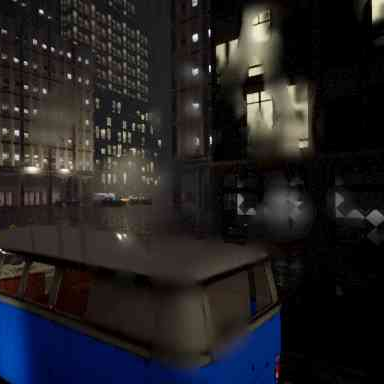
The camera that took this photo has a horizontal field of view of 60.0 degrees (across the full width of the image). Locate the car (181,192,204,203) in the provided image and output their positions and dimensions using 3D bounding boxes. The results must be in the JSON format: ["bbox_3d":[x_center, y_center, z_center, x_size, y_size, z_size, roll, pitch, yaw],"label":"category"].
[{"bbox_3d":[-0.094,0.909,54.680,2.192,1.841,5.009,0,0,36],"label":"car"}]

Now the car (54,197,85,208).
[{"bbox_3d":[-16.868,1.403,45.949,1.947,1.339,4.313,0,0,36],"label":"car"}]

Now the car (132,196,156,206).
[{"bbox_3d":[-6.753,1.230,45.582,2.008,1.369,4.403,0,0,36],"label":"car"}]

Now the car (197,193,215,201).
[{"bbox_3d":[3.121,1.016,73.256,1.967,1.590,4.097,0,0,36],"label":"car"}]

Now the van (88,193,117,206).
[{"bbox_3d":[-13.539,1.136,50.500,1.690,1.788,3.998,0,0,36],"label":"van"}]

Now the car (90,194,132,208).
[{"bbox_3d":[-10.083,1.267,41.033,1.887,1.381,4.507,0,0,36],"label":"car"}]

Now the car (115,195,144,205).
[{"bbox_3d":[-10.306,1.278,54.914,1.752,1.417,4.829,0,0,36],"label":"car"}]

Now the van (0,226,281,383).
[{"bbox_3d":[-1.051,1.342,3.640,3.998,1.788,1.690,0,-1,36],"label":"van"}]

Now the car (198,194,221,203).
[{"bbox_3d":[3.238,1.101,59.230,2.008,1.369,4.403,0,0,36],"label":"car"}]
